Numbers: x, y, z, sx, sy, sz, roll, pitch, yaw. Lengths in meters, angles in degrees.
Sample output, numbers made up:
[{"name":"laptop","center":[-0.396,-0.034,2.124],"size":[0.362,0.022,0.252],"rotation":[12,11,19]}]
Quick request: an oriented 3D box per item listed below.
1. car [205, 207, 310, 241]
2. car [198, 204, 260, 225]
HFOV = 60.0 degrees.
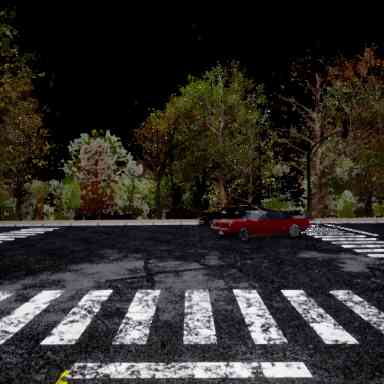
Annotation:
[{"name":"car","center":[3.303,1.552,16.172],"size":[4.718,1.301,1.895],"rotation":[0,-1,-25]},{"name":"car","center":[2.847,1.533,21.360],"size":[4.892,1.490,1.837],"rotation":[0,-1,1]}]
